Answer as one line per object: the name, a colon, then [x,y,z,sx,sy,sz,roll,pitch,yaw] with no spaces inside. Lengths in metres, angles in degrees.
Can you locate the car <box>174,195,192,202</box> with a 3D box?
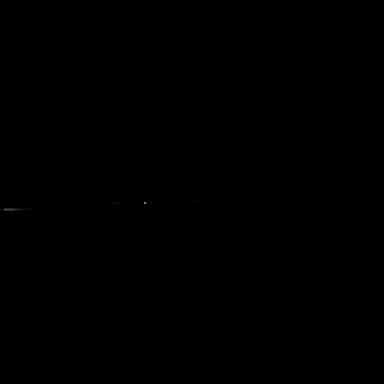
car: [-1.924,1.309,74.012,1.882,1.535,5.008,0,0,36]

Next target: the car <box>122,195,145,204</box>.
car: [-10.997,1.451,61.701,1.994,1.385,4.181,0,0,37]

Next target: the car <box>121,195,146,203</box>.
car: [-11.566,1.359,66.009,1.882,1.535,5.008,0,0,37]
